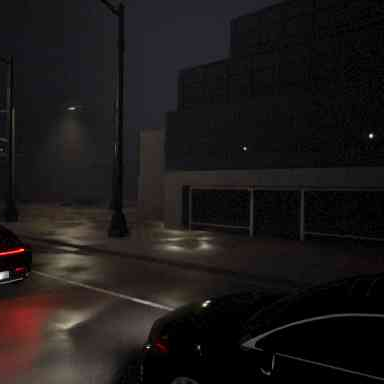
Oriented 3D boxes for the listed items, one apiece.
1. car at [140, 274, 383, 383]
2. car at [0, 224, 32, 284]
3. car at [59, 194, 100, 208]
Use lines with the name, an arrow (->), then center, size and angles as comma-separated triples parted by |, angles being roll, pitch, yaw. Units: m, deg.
car -> 1.703, 1.503, 2.780 | 4.892, 1.490, 1.837 | 0, 0, 36
car -> -5.826, 1.415, 8.121 | 4.892, 1.490, 1.837 | 1, 0, 35
car -> -13.228, 1.039, 39.377 | 1.837, 1.490, 4.892 | 1, 1, 36
